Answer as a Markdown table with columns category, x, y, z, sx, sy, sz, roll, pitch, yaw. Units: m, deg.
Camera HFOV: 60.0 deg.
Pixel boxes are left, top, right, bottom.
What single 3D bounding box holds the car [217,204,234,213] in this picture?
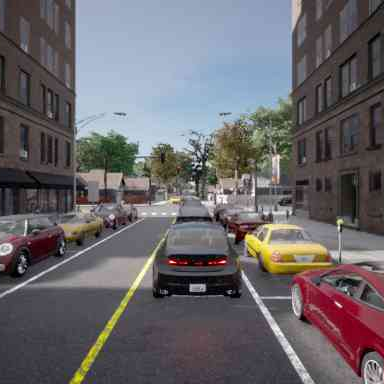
| category | x | y | z | sx | sy | sz | roll | pitch | yaw |
| --- | --- | --- | --- | --- | --- | --- | --- | --- | --- |
| car | 2.653 | 1.590 | 21.012 | 1.802 | 1.307 | 4.206 | 0 | 0 | 0 |

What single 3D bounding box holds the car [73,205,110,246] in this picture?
| category | x | y | z | sx | sy | sz | roll | pitch | yaw |
| --- | --- | --- | --- | --- | --- | --- | --- | --- | --- |
| car | -5.378 | 1.530 | 15.328 | 1.752 | 1.417 | 4.829 | 0 | 0 | 0 |

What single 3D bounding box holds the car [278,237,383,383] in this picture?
| category | x | y | z | sx | sy | sz | roll | pitch | yaw |
| --- | --- | --- | --- | --- | --- | --- | --- | --- | --- |
| car | 2.638 | 1.582 | 4.457 | 1.802 | 1.307 | 4.206 | 0 | 0 | 0 |

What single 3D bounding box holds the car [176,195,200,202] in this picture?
| category | x | y | z | sx | sy | sz | roll | pitch | yaw |
| --- | --- | --- | --- | --- | --- | --- | --- | --- | --- |
| car | 0.022 | 1.364 | 27.034 | 2.097 | 1.767 | 4.553 | 0 | 0 | 0 |

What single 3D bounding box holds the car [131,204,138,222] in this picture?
| category | x | y | z | sx | sy | sz | roll | pitch | yaw |
| --- | --- | --- | --- | --- | --- | --- | --- | --- | --- |
| car | -5.368 | 1.593 | 26.536 | 1.802 | 1.307 | 4.206 | 0 | 0 | 0 |

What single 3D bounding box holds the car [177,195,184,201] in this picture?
| category | x | y | z | sx | sy | sz | roll | pitch | yaw |
| --- | --- | --- | --- | --- | --- | --- | --- | --- | --- |
| car | -3.010 | 1.625 | 89.132 | 1.812 | 1.442 | 4.674 | 0 | 0 | 0 |

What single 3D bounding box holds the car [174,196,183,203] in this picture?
| category | x | y | z | sx | sy | sz | roll | pitch | yaw |
| --- | --- | --- | --- | --- | --- | --- | --- | --- | --- |
| car | -2.984 | 1.597 | 74.109 | 1.812 | 1.442 | 4.674 | 0 | 0 | 0 |

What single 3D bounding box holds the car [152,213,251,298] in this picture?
| category | x | y | z | sx | sy | sz | roll | pitch | yaw |
| --- | --- | --- | --- | --- | --- | --- | --- | --- | --- |
| car | 0.108 | 1.507 | 8.495 | 1.837 | 1.490 | 4.892 | 0 | 0 | 0 |

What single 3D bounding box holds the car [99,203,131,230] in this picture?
| category | x | y | z | sx | sy | sz | roll | pitch | yaw |
| --- | --- | --- | --- | --- | --- | --- | --- | --- | --- |
| car | -5.373 | 1.448 | 21.017 | 1.967 | 1.590 | 4.097 | 0 | 0 | 0 |

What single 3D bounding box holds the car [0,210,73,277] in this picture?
| category | x | y | z | sx | sy | sz | roll | pitch | yaw |
| --- | --- | --- | --- | --- | --- | --- | --- | --- | --- |
| car | -5.382 | 1.442 | 9.980 | 1.967 | 1.590 | 4.097 | 0 | 0 | 0 |

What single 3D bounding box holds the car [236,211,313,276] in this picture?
| category | x | y | z | sx | sy | sz | roll | pitch | yaw |
| --- | --- | --- | --- | --- | --- | --- | --- | --- | --- |
| car | 2.643 | 1.528 | 10.146 | 1.752 | 1.417 | 4.829 | 0 | 0 | 0 |

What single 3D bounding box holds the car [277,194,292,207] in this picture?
| category | x | y | z | sx | sy | sz | roll | pitch | yaw |
| --- | --- | --- | --- | --- | --- | --- | --- | --- | --- |
| car | 15.498 | 1.146 | 49.491 | 5.566 | 2.045 | 2.150 | 0 | 0 | 0 |

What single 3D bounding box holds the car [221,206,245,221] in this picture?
| category | x | y | z | sx | sy | sz | roll | pitch | yaw |
| --- | --- | --- | --- | --- | --- | --- | --- | --- | --- |
| car | 2.648 | 1.550 | 15.494 | 1.887 | 1.381 | 4.507 | 0 | 0 | 0 |

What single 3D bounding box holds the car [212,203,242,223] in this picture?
| category | x | y | z | sx | sy | sz | roll | pitch | yaw |
| --- | --- | --- | --- | --- | --- | --- | --- | --- | --- |
| car | 2.658 | 1.577 | 26.531 | 1.947 | 1.339 | 4.313 | 0 | 0 | 0 |

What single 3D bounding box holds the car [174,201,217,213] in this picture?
| category | x | y | z | sx | sy | sz | roll | pitch | yaw |
| --- | --- | --- | --- | --- | --- | --- | --- | --- | --- |
| car | 0.113 | 1.484 | 17.979 | 1.882 | 1.535 | 5.008 | 0 | 0 | 0 |

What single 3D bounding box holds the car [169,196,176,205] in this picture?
| category | x | y | z | sx | sy | sz | roll | pitch | yaw |
| --- | --- | --- | --- | --- | --- | --- | --- | --- | --- |
| car | -2.973 | 1.525 | 59.136 | 1.882 | 1.535 | 5.008 | 0 | 0 | -1 |
